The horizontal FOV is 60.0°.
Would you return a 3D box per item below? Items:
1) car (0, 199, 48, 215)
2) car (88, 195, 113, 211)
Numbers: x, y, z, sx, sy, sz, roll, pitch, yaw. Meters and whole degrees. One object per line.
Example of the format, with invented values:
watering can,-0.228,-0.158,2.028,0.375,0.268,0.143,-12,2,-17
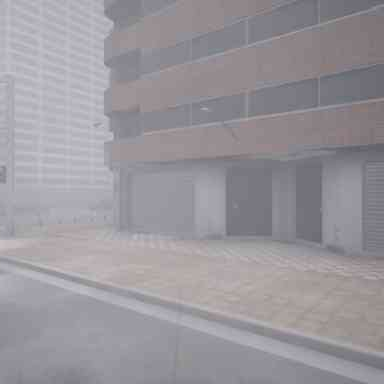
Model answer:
car,-16.749,1.505,32.686,1.837,1.490,4.892,0,0,37
car,-10.499,1.505,40.939,1.837,1.490,4.892,0,0,37
